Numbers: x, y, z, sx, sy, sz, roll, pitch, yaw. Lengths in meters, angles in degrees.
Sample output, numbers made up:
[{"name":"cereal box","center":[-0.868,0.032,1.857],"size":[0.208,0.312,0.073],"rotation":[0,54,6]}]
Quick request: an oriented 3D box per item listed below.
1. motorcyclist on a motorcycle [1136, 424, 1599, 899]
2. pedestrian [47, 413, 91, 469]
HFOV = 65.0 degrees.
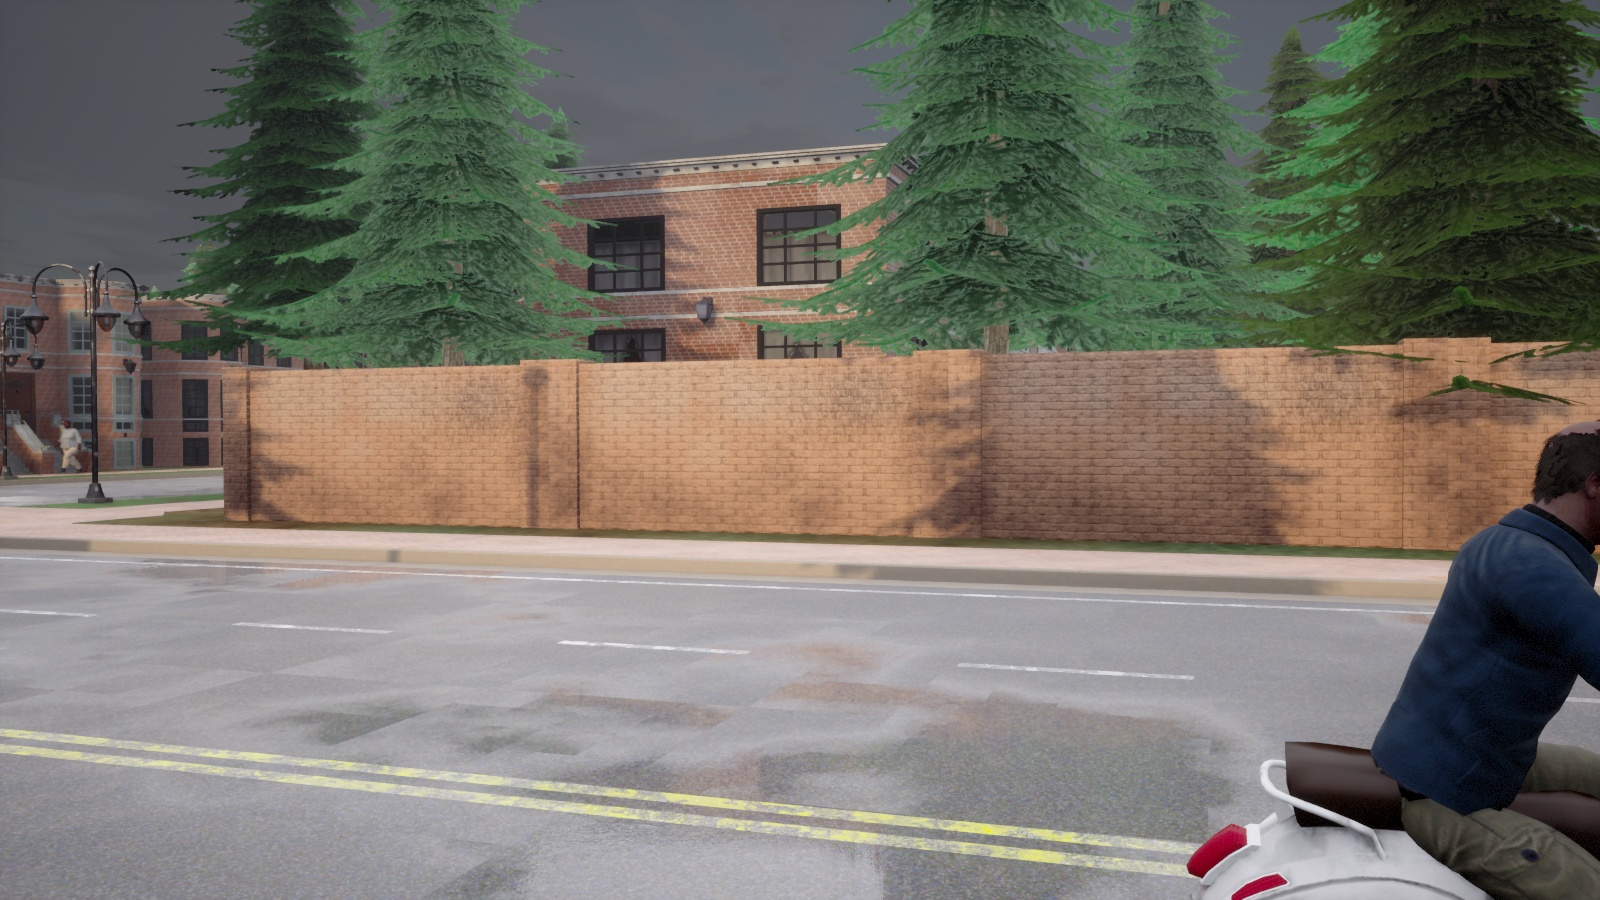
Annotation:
[{"name":"motorcyclist on a motorcycle","center":[1.671,0.744,2.630],"size":[1.817,1.590,0.866],"rotation":[1,1,19]},{"name":"pedestrian","center":[-24.287,-0.305,41.750],"size":[0.874,1.855,0.900],"rotation":[1,1,20]}]
